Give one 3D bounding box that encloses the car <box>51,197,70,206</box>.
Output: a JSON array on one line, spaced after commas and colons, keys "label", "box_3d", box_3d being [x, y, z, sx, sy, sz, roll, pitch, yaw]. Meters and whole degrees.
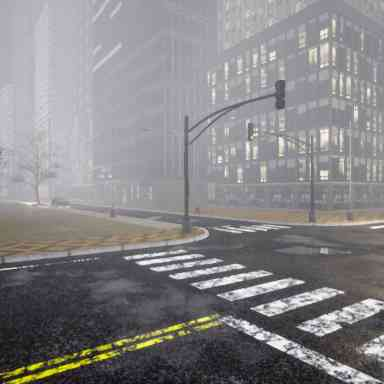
[{"label": "car", "box_3d": [-21.594, 1.553, 54.301, 2.033, 1.411, 5.357, 0, 0, -35]}]
